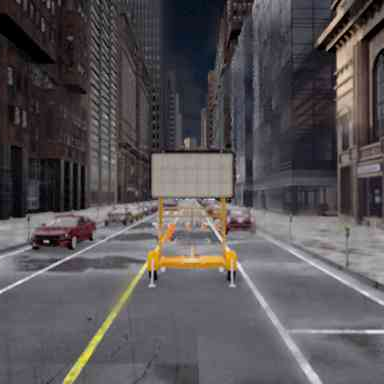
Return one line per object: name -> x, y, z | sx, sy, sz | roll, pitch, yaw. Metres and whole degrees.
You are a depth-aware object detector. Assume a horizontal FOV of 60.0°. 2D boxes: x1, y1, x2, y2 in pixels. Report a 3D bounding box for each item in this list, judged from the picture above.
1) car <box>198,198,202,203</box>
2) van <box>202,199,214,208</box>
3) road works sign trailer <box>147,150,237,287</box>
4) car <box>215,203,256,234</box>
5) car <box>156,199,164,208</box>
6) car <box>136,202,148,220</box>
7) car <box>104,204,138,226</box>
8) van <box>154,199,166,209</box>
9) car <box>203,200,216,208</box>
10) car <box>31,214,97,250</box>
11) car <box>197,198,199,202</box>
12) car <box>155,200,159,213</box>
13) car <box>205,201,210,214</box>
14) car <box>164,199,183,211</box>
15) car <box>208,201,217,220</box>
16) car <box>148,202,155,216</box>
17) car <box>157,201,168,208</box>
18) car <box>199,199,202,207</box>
car -> 2.815, 2.260, 65.805 | 1.967, 1.590, 4.097 | 0, -1, 0
van -> 2.803, 1.951, 49.001 | 1.690, 1.788, 3.998 | 0, -1, 0
road works sign trailer -> 0.007, 0.585, 9.687 | 2.380, 3.560, 2.880 | 0, -1, 0
car -> 2.781, 1.701, 20.991 | 1.967, 1.590, 4.097 | 0, -1, 0
car -> -5.723, 2.154, 48.997 | 1.887, 1.381, 4.507 | 0, -1, 0
car -> -5.736, 1.924, 32.022 | 1.752, 1.417, 4.829 | 0, -1, 0
car -> -5.740, 1.913, 26.590 | 1.802, 1.307, 4.206 | 0, -1, 0
van -> -5.714, 2.091, 60.202 | 1.690, 1.788, 3.998 | 0, -1, 0
car -> 2.798, 2.085, 43.397 | 1.887, 1.381, 4.507 | 0, -1, 0
car -> -5.749, 1.736, 15.388 | 1.887, 1.381, 4.507 | 0, -1, 0
car -> 2.828, 2.575, 82.609 | 1.887, 1.381, 4.507 | 0, -1, 0
car -> -5.727, 2.085, 43.395 | 1.887, 1.381, 4.507 | 0, -1, 0
car -> 2.794, 2.015, 37.796 | 1.887, 1.381, 4.507 | 0, -1, 0
car -> -2.977, 2.190, 51.595 | 2.033, 1.411, 5.357 | 0, -1, 0
car -> 2.789, 1.928, 32.364 | 1.752, 1.417, 4.829 | 0, -1, 0
car -> -5.731, 1.910, 37.795 | 1.967, 1.590, 4.097 | 0, -1, 0
car -> -5.711, 2.401, 65.800 | 1.802, 1.307, 4.206 | 0, -1, 0
car -> 2.811, 2.294, 60.203 | 1.887, 1.381, 4.507 | 0, -1, 0
